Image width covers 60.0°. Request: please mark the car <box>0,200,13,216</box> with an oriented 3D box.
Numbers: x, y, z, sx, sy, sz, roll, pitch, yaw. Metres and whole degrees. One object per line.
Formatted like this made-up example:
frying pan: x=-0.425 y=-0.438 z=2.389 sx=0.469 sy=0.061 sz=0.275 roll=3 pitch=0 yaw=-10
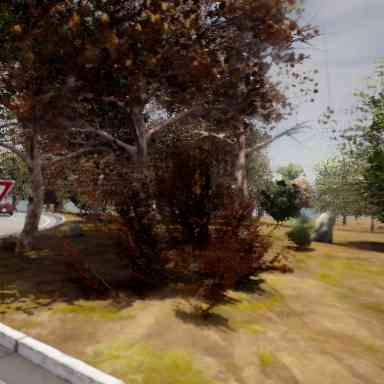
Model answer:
car: x=-17.935 y=1.407 z=30.282 sx=4.674 sy=1.442 sz=1.812 roll=0 pitch=0 yaw=40
